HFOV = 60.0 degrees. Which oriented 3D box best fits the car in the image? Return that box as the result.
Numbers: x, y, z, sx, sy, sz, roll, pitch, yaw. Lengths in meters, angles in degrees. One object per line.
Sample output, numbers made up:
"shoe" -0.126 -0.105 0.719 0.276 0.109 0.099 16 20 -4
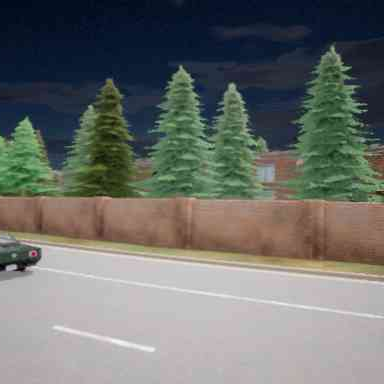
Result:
"car" -7.081 1.868 10.598 4.718 1.301 1.895 0 -3 29
